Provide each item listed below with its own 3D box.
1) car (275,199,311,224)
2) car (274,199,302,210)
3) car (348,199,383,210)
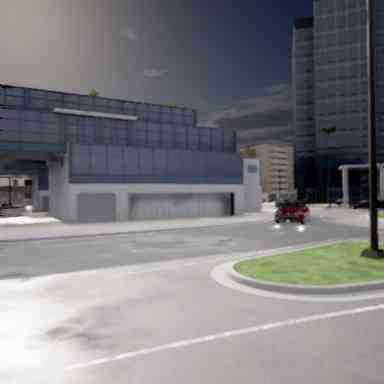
[{"bbox_3d":[7.952,1.514,26.052,2.097,1.767,4.553,-1,-1,27],"label":"car"},{"bbox_3d":[14.748,1.831,51.517,1.837,1.490,4.892,-1,0,-17],"label":"car"},{"bbox_3d":[24.023,1.684,45.319,5.357,1.411,2.033,-1,-1,-17],"label":"car"}]
